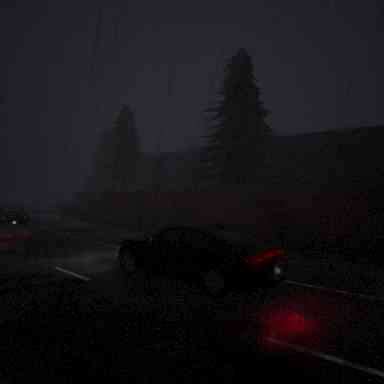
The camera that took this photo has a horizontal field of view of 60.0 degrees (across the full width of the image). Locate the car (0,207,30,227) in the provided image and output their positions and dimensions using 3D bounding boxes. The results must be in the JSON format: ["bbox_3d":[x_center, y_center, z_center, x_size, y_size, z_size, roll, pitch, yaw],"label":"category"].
[{"bbox_3d":[-12.828,1.702,23.416,1.895,1.301,4.718,1,-1,-36],"label":"car"}]

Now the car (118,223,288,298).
[{"bbox_3d":[0.032,1.562,8.894,5.008,1.535,1.882,0,-1,42],"label":"car"}]
